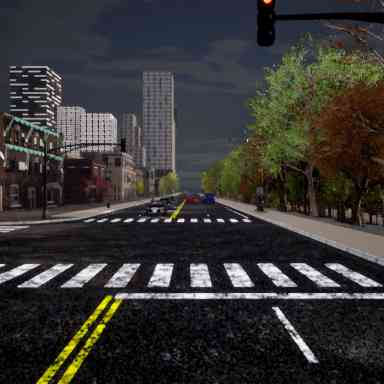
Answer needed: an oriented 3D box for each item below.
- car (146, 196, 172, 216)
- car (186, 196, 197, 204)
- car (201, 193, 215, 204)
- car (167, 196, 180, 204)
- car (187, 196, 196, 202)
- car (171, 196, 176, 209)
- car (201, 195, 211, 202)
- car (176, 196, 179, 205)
[{"bbox_3d":[-3.422,1.479,32.968,2.128,1.511,4.902,0,0,0],"label":"car"},{"bbox_3d":[-0.048,1.536,63.476,1.994,1.385,4.181,0,0,0],"label":"car"},{"bbox_3d":[3.200,1.193,63.818,2.150,2.045,5.566,0,0,0],"label":"car"},{"bbox_3d":[-3.443,1.464,63.548,2.128,1.511,4.902,0,0,1],"label":"car"},{"bbox_3d":[-0.172,1.519,74.151,1.994,1.385,4.181,0,0,0],"label":"car"},{"bbox_3d":[-3.440,1.488,43.017,1.837,1.490,4.892,0,0,0],"label":"car"},{"bbox_3d":[3.072,1.443,74.393,1.882,1.535,5.008,0,0,0],"label":"car"},{"bbox_3d":[-3.457,1.482,53.157,1.837,1.490,4.892,0,0,0],"label":"car"}]
